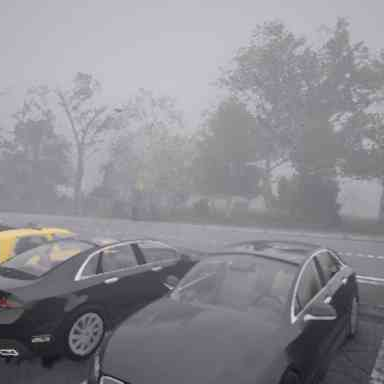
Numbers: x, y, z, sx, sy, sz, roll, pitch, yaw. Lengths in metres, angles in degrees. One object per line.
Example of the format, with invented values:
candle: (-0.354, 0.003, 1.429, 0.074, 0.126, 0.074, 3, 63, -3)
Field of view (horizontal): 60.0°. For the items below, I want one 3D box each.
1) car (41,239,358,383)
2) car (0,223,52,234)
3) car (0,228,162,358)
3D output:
car: (0.928, 1.480, 4.491, 2.231, 1.521, 4.892, 0, 0, 36)
car: (-3.477, 1.499, 7.877, 1.946, 1.575, 5.366, 0, 0, 36)
car: (-1.334, 1.492, 6.101, 2.231, 1.521, 4.892, 0, 0, 36)
